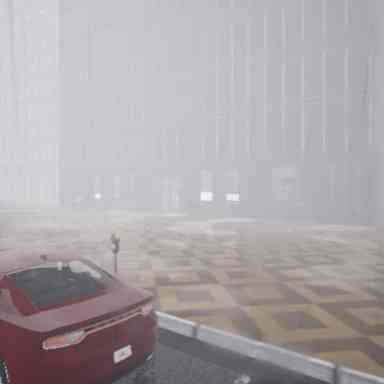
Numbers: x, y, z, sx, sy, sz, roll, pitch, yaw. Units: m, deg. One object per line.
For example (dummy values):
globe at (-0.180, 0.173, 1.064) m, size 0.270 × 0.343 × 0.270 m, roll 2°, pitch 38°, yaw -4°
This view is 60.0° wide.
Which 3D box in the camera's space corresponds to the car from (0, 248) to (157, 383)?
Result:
car at (-2.519, 1.478, 4.685) m, size 4.507 × 1.381 × 1.887 m, roll 1°, pitch 0°, yaw 36°
